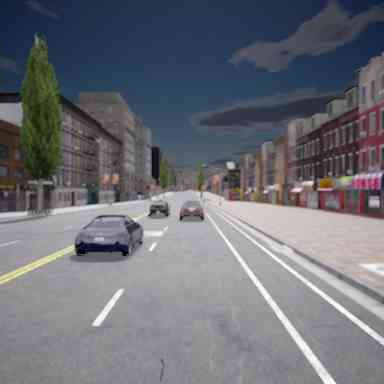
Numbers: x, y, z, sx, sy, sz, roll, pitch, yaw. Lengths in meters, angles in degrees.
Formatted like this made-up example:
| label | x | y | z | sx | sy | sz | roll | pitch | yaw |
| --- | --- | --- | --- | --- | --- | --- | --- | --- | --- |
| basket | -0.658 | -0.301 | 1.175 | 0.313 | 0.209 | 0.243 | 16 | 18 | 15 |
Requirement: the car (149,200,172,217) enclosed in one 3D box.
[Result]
| label | x | y | z | sx | sy | sz | roll | pitch | yaw |
| --- | --- | --- | --- | --- | --- | --- | --- | --- | --- |
| car | -3.160 | 1.618 | 33.370 | 1.837 | 1.490 | 4.892 | 0 | 0 | 0 |

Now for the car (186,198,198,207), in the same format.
| label | x | y | z | sx | sy | sz | roll | pitch | yaw |
| --- | --- | --- | --- | --- | --- | --- | --- | --- | --- |
| car | -0.012 | 1.886 | 60.580 | 2.128 | 1.511 | 4.902 | 0 | -1 | 0 |

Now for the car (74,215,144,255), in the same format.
| label | x | y | z | sx | sy | sz | roll | pitch | yaw |
| --- | --- | --- | --- | --- | --- | --- | --- | --- | --- |
| car | -3.156 | 1.594 | 13.366 | 1.994 | 1.385 | 4.181 | 0 | 0 | 0 |

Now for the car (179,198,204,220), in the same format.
| label | x | y | z | sx | sy | sz | roll | pitch | yaw |
| --- | --- | --- | --- | --- | --- | --- | --- | --- | --- |
| car | -0.003 | 1.515 | 29.601 | 2.097 | 1.767 | 4.553 | 0 | 0 | 0 |
